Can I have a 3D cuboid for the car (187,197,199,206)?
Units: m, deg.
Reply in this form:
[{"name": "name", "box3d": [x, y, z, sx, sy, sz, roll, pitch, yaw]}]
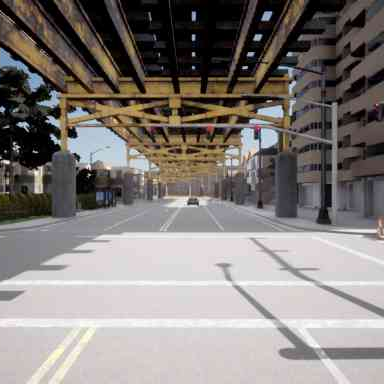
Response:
[{"name": "car", "box3d": [0.188, 1.564, 56.209, 1.994, 1.385, 4.181, 0, 0, 0]}]
